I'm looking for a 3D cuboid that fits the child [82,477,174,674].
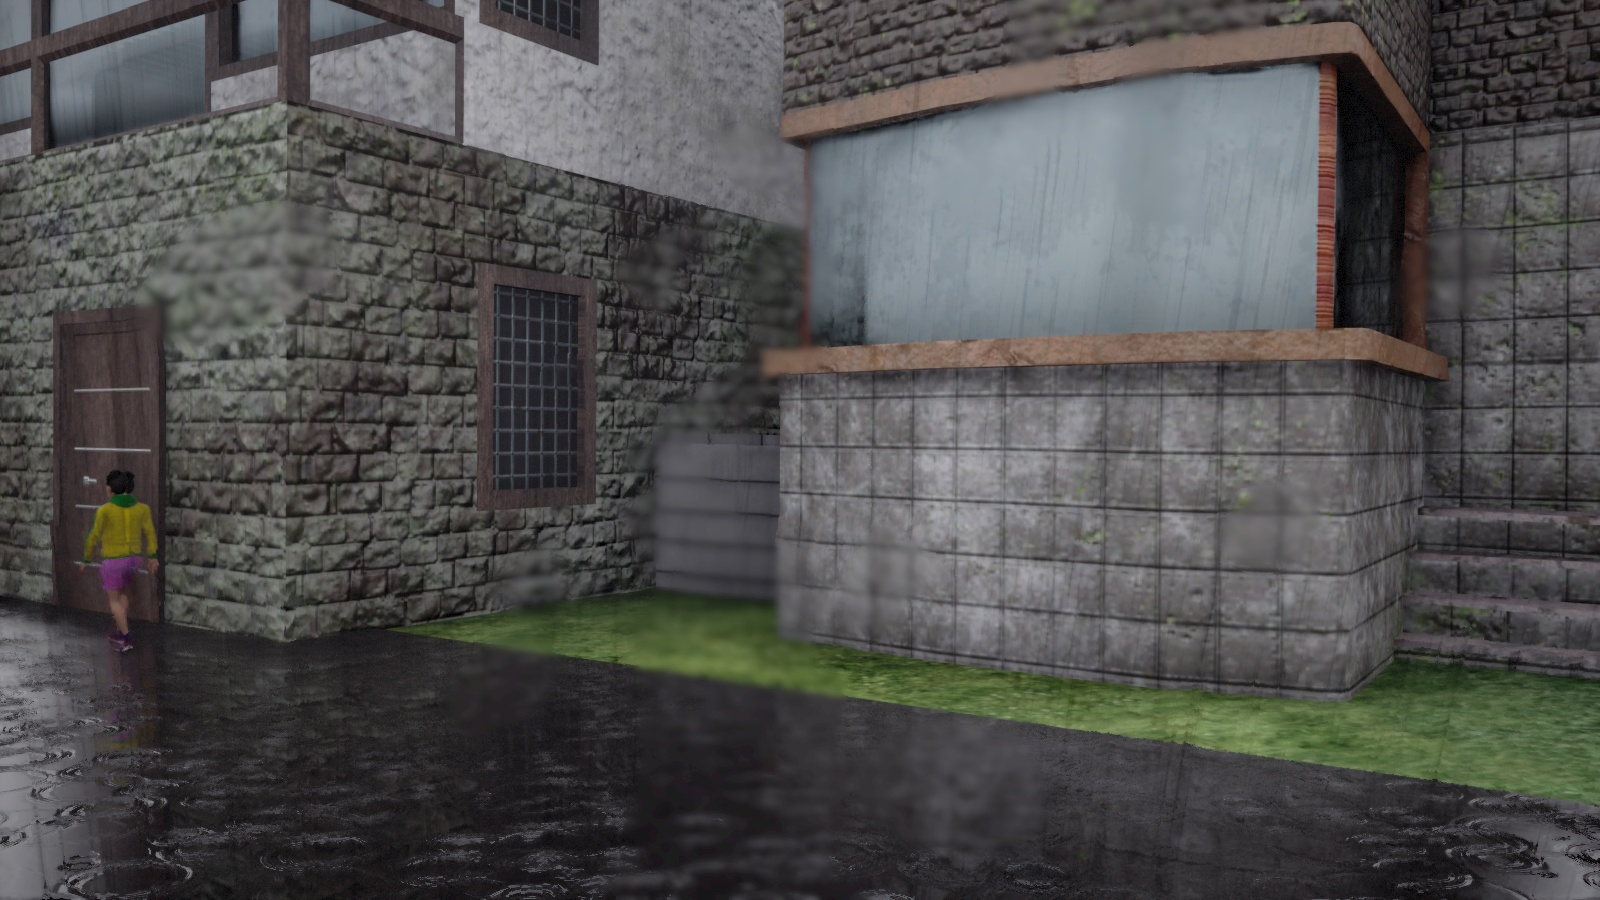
[{"bbox_3d":[-4.131,0.753,7.723,0.473,1.160,0.299,0,1,34],"label":"child"}]
